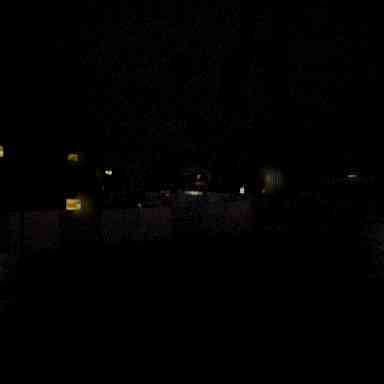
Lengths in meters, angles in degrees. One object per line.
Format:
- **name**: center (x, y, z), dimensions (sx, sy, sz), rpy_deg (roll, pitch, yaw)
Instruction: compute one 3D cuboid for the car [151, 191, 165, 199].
- **car**: center (-6.438, 0.639, 61.664), dimensions (1.812, 1.442, 4.674), rpy_deg (1, 1, -21)
